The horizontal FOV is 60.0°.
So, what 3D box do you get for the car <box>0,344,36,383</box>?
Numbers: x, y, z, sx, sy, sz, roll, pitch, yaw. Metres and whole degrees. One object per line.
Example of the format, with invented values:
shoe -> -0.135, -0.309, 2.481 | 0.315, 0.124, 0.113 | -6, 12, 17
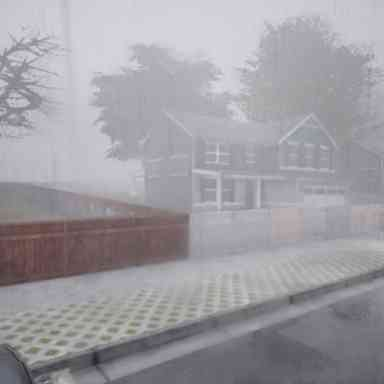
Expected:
car -> -3.142, 1.555, 0.828 | 5.357, 1.411, 2.033 | 0, 0, -36
